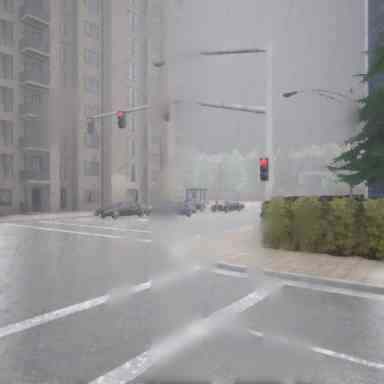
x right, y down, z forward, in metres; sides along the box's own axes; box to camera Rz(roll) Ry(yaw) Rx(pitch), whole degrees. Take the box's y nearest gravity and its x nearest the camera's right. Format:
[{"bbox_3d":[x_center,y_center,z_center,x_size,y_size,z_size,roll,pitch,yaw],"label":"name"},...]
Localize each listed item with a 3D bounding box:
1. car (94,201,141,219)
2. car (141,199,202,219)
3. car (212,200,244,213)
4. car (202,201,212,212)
[{"bbox_3d":[-6.012,1.547,29.424,2.033,1.411,5.357,0,0,36],"label":"car"},{"bbox_3d":[-1.677,1.547,29.435,2.033,1.411,5.357,0,0,36],"label":"car"},{"bbox_3d":[3.970,1.601,37.183,1.895,1.301,4.718,0,0,36],"label":"car"},{"bbox_3d":[-0.329,1.491,37.228,2.128,1.511,4.902,0,0,36],"label":"car"}]
